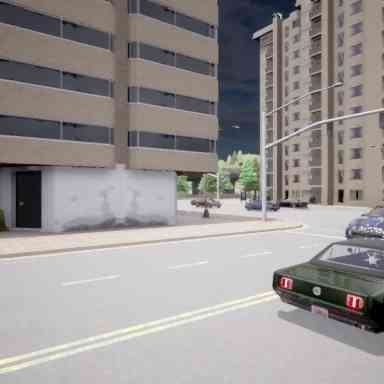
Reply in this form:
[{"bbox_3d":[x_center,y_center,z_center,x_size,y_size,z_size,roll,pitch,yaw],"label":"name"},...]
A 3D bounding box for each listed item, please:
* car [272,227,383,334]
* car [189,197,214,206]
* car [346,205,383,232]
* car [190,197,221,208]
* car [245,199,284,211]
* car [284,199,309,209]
[{"bbox_3d":[3.839,1.601,6.516,4.718,1.301,1.895,0,0,-35],"label":"car"},{"bbox_3d":[1.536,1.564,54.371,1.994,1.385,4.181,0,0,-36],"label":"car"},{"bbox_3d":[8.681,1.352,14.447,4.553,1.767,2.097,0,0,-35],"label":"car"},{"bbox_3d":[2.161,1.526,47.251,1.812,1.442,4.674,0,0,-36],"label":"car"},{"bbox_3d":[8.172,1.564,38.938,1.994,1.385,4.181,0,0,-36],"label":"car"},{"bbox_3d":[13.014,1.600,44.390,1.895,1.301,4.718,0,0,-35],"label":"car"}]
